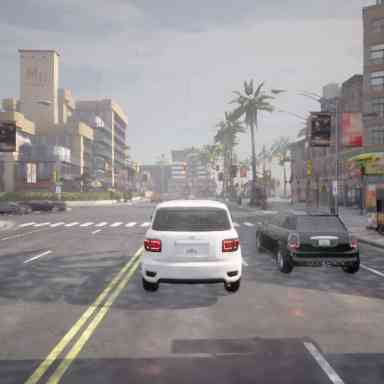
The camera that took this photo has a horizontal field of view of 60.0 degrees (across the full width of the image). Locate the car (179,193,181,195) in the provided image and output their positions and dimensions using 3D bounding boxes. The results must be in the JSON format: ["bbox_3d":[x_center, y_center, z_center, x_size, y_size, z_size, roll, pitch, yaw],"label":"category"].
[{"bbox_3d":[-4.301,1.500,82.603,1.837,1.490,4.892,0,0,-1],"label":"car"}]

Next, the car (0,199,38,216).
[{"bbox_3d":[-17.552,1.565,31.944,4.181,1.385,1.994,0,0,3],"label":"car"}]

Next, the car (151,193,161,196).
[{"bbox_3d":[-7.705,1.225,72.866,2.150,2.045,5.566,0,0,-1],"label":"car"}]

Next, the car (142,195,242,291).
[{"bbox_3d":[-0.015,1.221,9.151,2.150,2.045,5.566,0,0,0],"label":"car"}]

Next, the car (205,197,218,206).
[{"bbox_3d":[3.077,1.525,54.488,1.812,1.442,4.674,0,0,-1],"label":"car"}]

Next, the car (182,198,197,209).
[{"bbox_3d":[-0.360,1.547,48.076,2.033,1.411,5.357,0,0,-1],"label":"car"}]

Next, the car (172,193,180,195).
[{"bbox_3d":[-4.205,1.539,72.880,2.033,1.411,5.357,0,0,-1],"label":"car"}]

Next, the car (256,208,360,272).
[{"bbox_3d":[3.479,1.352,10.889,2.097,1.767,4.553,0,0,0],"label":"car"}]

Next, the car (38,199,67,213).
[{"bbox_3d":[-16.168,1.477,35.969,5.008,1.535,1.882,0,0,-5],"label":"car"}]

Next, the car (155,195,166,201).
[{"bbox_3d":[-7.801,1.525,82.588,2.128,1.511,4.902,0,0,-1],"label":"car"}]
